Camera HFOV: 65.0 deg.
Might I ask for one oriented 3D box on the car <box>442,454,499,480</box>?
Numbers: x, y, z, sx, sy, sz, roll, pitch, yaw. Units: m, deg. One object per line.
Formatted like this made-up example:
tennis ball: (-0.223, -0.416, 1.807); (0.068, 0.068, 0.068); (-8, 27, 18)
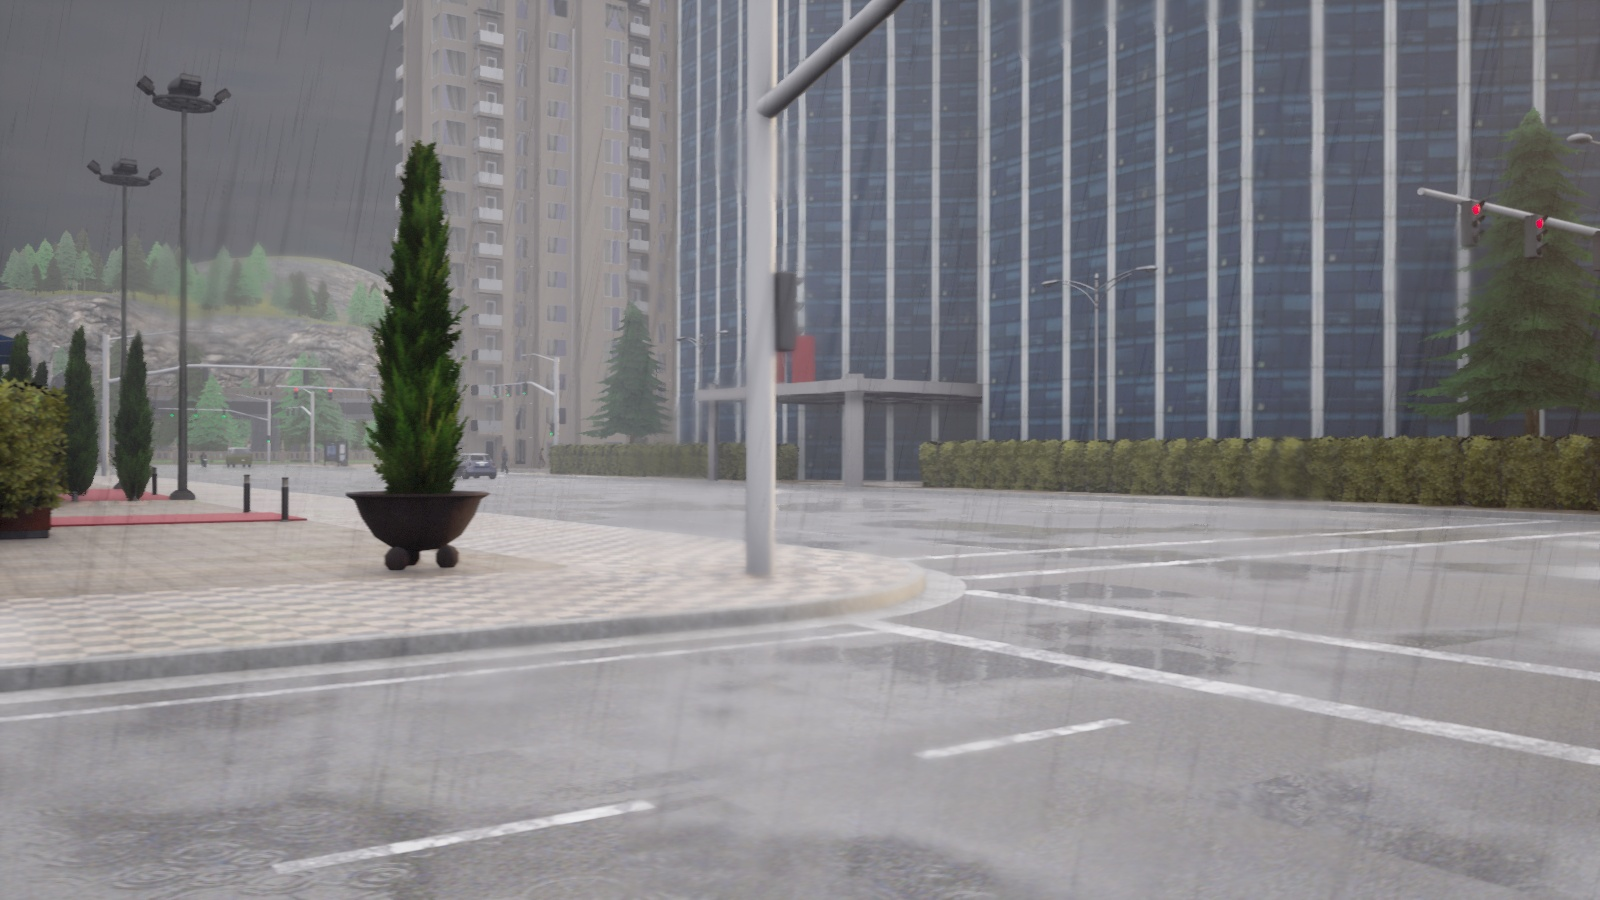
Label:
car: (-19.003, 0.969, 72.311); (1.970, 1.475, 3.806); (0, 0, -35)

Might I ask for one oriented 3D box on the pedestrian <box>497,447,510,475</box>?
pedestrian: (-19.399, 0.718, 82.173); (0.694, 1.848, 0.540); (0, 0, -44)
